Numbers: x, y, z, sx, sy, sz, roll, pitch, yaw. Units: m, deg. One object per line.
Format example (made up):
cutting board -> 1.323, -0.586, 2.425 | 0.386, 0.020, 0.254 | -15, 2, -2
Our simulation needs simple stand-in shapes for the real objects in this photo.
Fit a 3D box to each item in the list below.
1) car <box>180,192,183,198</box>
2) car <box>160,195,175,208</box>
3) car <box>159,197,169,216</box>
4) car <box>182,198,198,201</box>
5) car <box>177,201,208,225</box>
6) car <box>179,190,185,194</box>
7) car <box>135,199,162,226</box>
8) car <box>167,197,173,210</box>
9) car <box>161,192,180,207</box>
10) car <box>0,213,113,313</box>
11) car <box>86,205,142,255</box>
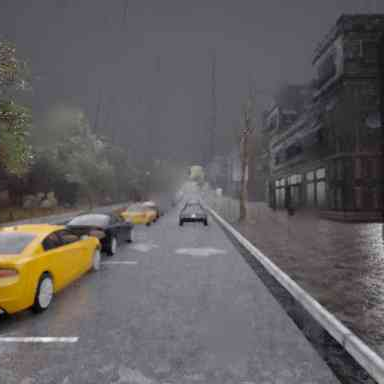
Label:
car -> -3.639, 1.479, 74.533 | 1.946, 1.575, 5.366 | 0, 1, 2
car -> -3.648, 1.529, 41.075 | 2.097, 1.535, 5.008 | 0, 0, 2
car -> -3.649, 1.538, 29.977 | 2.097, 1.535, 5.008 | 0, 0, 2
car -> 0.103, 1.577, 41.137 | 2.033, 1.411, 5.357 | 0, 0, 0
car -> 0.101, 1.582, 24.451 | 1.994, 1.385, 4.181 | 0, 0, 0
car -> -3.621, 1.098, 93.927 | 2.185, 1.767, 4.553 | 2, 2, 2
car -> -3.642, 1.515, 23.596 | 1.946, 1.575, 5.366 | 0, 0, 2
car -> -3.649, 1.544, 35.533 | 2.231, 1.521, 4.892 | 0, -1, 2
car -> -3.647, 1.258, 50.028 | 2.435, 2.045, 5.566 | 0, 0, 2
car -> -3.651, 1.492, 7.795 | 2.097, 1.535, 5.008 | 0, 0, 2
car -> -3.651, 1.508, 13.343 | 2.097, 1.535, 5.008 | 0, 0, 2
